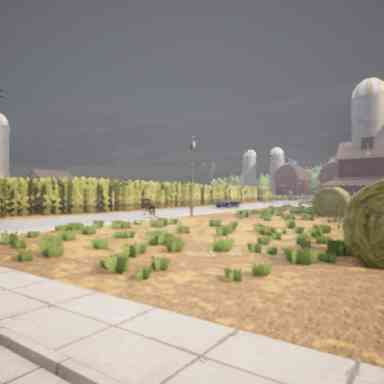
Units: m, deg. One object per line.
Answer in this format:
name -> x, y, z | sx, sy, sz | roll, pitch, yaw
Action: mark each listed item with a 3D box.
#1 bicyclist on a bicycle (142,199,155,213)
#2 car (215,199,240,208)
bicyclist on a bicycle -> -3.498, 1.372, 27.323 | 1.656, 1.620, 0.582 | 0, 0, 33
car -> 5.227, 1.683, 48.175 | 1.895, 1.301, 4.718 | 0, 0, 33
